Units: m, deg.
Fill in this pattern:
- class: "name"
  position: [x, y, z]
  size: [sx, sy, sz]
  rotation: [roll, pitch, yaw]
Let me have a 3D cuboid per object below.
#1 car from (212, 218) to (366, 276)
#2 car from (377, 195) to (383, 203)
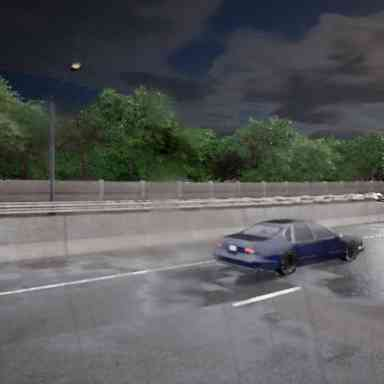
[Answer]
- class: "car"
  position: [3.166, 1.542, 10.309]
  size: [5.357, 1.411, 2.033]
  rotation: [0, 0, -34]
- class: "car"
  position: [29.286, 0.952, 49.117]
  size: [4.892, 1.490, 1.837]
  rotation: [-2, 1, -32]
